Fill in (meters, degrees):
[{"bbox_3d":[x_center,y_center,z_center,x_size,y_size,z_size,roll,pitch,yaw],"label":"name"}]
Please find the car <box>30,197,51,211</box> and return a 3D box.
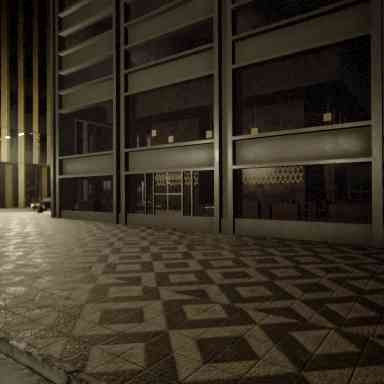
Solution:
[{"bbox_3d":[-16.038,1.343,38.249,2.128,1.511,4.902,0,0,36],"label":"car"}]
